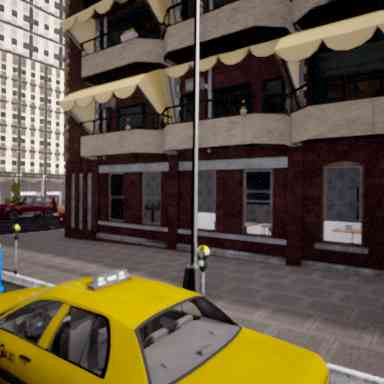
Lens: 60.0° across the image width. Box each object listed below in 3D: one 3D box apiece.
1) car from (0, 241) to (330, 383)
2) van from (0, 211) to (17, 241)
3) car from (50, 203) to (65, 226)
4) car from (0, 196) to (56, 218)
[{"bbox_3d":[-1.067,1.521,3.623,4.829,1.417,1.752,0,1,36],"label":"car"},{"bbox_3d":[-5.491,1.329,6.774,3.998,1.788,1.690,0,1,36],"label":"van"},{"bbox_3d":[-7.147,1.662,23.318,1.887,1.381,4.507,1,0,36],"label":"car"},{"bbox_3d":[-13.936,1.305,28.225,2.192,1.841,5.009,1,0,36],"label":"car"}]
